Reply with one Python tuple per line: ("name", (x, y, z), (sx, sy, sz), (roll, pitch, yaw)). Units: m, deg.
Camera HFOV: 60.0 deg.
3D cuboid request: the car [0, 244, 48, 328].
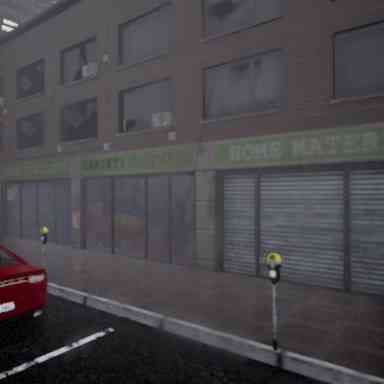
("car", (-4.488, 1.529, 6.124), (4.507, 1.381, 1.887), (0, 0, 36))
